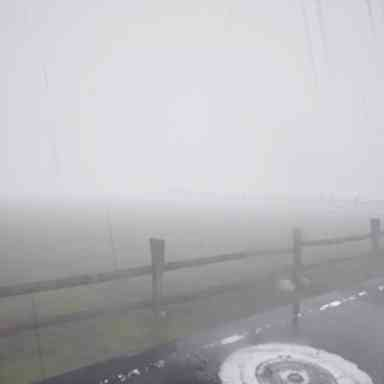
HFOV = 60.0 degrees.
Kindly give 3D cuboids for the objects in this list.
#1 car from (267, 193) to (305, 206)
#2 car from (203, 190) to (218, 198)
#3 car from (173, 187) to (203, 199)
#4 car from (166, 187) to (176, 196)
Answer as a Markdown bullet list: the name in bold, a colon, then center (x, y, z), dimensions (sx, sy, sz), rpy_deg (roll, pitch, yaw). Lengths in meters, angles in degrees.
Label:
- **car**: center (11.660, 0.865, 41.249), dimensions (1.882, 1.535, 5.008), rpy_deg (1, 1, -35)
- **car**: center (2.637, 0.460, 59.172), dimensions (2.128, 1.511, 4.902), rpy_deg (1, 1, -35)
- **car**: center (-0.733, 0.371, 59.056), dimensions (1.882, 1.535, 5.008), rpy_deg (1, 1, -35)
- **car**: center (-3.095, -0.034, 67.276), dimensions (2.150, 2.045, 5.566), rpy_deg (1, 1, -35)
